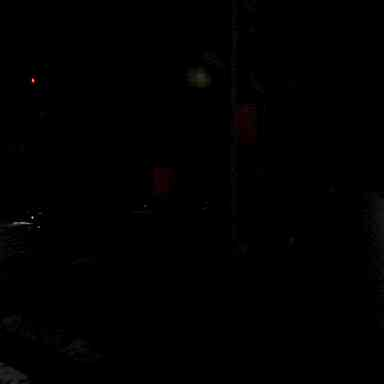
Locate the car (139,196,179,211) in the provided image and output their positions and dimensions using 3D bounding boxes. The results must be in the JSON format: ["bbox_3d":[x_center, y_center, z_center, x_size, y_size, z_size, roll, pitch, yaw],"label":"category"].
[{"bbox_3d":[-3.163,1.086,32.386,1.994,1.385,4.181,0,1,36],"label":"car"}]

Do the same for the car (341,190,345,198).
[{"bbox_3d":[28.200,0.379,60.022,1.837,1.490,4.892,0,1,34],"label":"car"}]

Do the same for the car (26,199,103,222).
[{"bbox_3d":[-8.988,1.249,24.050,2.033,1.411,5.357,0,1,35],"label":"car"}]

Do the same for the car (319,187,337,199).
[{"bbox_3d":[24.948,0.106,61.049,2.150,2.045,5.566,0,1,35],"label":"car"}]

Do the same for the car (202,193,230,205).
[{"bbox_3d":[3.406,0.873,41.825,2.033,1.411,5.357,0,1,35],"label":"car"}]
